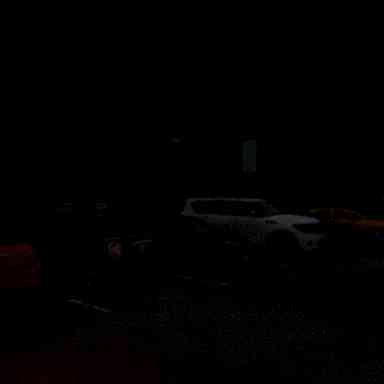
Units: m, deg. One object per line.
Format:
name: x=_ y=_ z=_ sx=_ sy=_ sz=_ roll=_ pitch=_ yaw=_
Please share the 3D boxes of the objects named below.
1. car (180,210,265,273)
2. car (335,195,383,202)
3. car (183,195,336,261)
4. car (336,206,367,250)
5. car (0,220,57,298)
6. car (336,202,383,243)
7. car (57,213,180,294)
car: x=-0.413 y=1.492 z=10.716 sx=4.792 sy=1.488 sz=2.163 roll=-1 pitch=-1 yaw=35
car: x=9.407 y=1.174 z=17.640 sx=5.566 sy=2.045 sz=2.435 roll=-1 pitch=-1 yaw=35
car: x=2.038 y=1.201 z=12.444 sx=5.566 sy=2.045 sz=2.435 roll=-1 pitch=-1 yaw=35
car: x=4.498 y=1.472 z=14.166 sx=4.792 sy=1.488 sz=2.163 roll=-1 pitch=-1 yaw=35
car: x=-5.330 y=1.361 z=7.249 sx=4.553 sy=1.767 sz=2.185 roll=-1 pitch=0 yaw=35
car: x=7.083 y=1.428 z=15.806 sx=5.366 sy=1.575 sz=1.946 roll=-1 pitch=-1 yaw=35
car: x=-2.875 y=1.349 z=8.977 sx=4.553 sy=1.767 sz=2.185 roll=-1 pitch=0 yaw=35
